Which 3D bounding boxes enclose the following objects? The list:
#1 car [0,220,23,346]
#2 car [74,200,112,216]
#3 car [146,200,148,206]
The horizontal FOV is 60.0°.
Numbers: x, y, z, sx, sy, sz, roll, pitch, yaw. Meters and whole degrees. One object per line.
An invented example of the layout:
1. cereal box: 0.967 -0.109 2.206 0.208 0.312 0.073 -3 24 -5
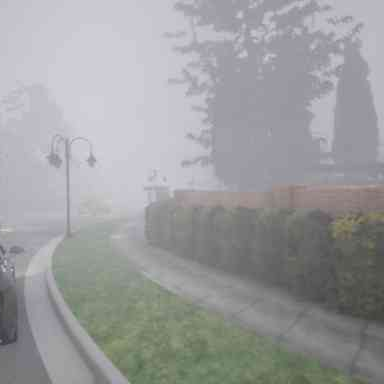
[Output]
1. car: -4.111 1.509 5.771 1.837 1.490 4.892 -1 0 -29
2. car: -10.267 1.634 34.986 1.801 1.575 5.366 -1 0 12
3. car: -7.267 1.826 63.611 2.128 1.511 4.902 -1 0 14
